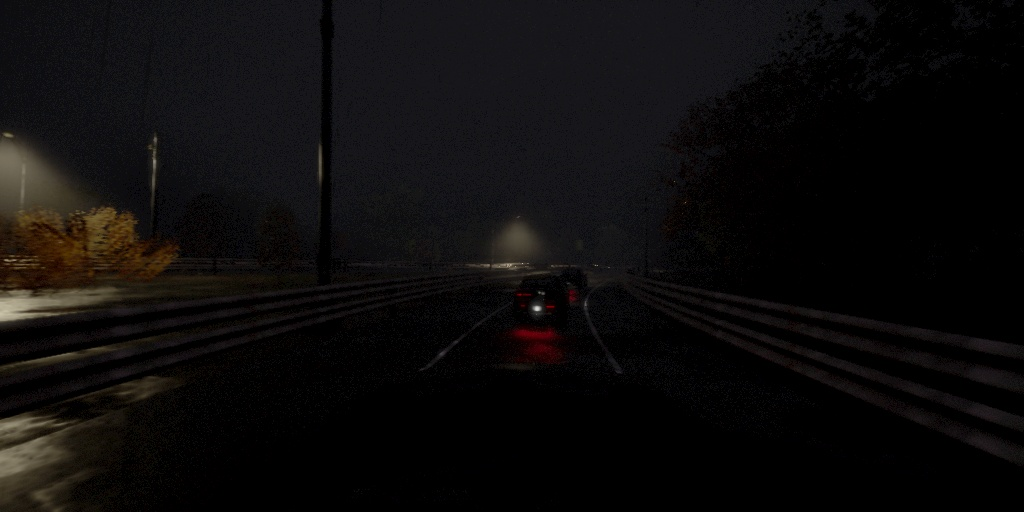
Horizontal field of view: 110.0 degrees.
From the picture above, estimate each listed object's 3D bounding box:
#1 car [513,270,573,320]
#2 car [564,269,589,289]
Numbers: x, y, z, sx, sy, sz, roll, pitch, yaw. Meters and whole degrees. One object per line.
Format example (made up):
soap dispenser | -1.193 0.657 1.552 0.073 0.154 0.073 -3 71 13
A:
car | 1.243 1.454 13.783 1.837 1.490 4.892 0 -1 11
car | 4.787 1.741 28.043 1.837 1.490 4.892 0 -1 18
